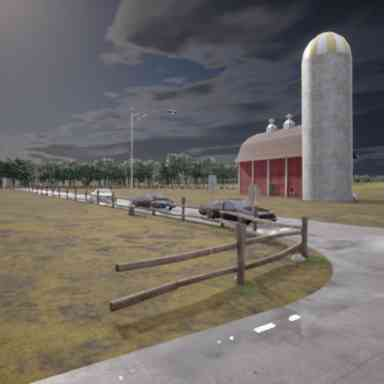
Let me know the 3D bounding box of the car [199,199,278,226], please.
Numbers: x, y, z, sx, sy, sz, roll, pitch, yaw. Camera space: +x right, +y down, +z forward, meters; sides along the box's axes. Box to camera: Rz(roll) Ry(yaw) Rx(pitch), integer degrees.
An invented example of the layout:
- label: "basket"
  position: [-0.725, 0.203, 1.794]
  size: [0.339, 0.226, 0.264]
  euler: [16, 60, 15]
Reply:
- label: "car"
  position: [2.593, 1.121, 20.103]
  size: [2.033, 1.411, 5.357]
  euler: [-1, 2, -36]

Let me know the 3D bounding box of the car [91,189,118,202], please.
- label: "car"
  position: [-9.986, 0.382, 37.729]
  size: [1.812, 1.442, 4.674]
  euler: [-1, 2, -35]

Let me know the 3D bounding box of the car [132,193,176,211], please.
- label: "car"
  position: [-3.467, 0.768, 28.592]
  size: [2.033, 1.411, 5.357]
  euler: [-1, 2, -36]
